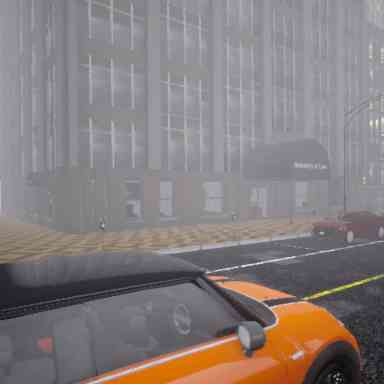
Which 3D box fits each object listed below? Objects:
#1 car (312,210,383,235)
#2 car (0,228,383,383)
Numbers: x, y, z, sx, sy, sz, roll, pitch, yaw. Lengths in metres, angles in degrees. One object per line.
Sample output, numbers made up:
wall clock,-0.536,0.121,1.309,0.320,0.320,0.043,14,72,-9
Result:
car,7.474,1.542,15.764,4.507,1.381,1.887,0,-1,-35
car,-0.488,1.350,2.973,4.553,1.767,2.097,0,0,-35
